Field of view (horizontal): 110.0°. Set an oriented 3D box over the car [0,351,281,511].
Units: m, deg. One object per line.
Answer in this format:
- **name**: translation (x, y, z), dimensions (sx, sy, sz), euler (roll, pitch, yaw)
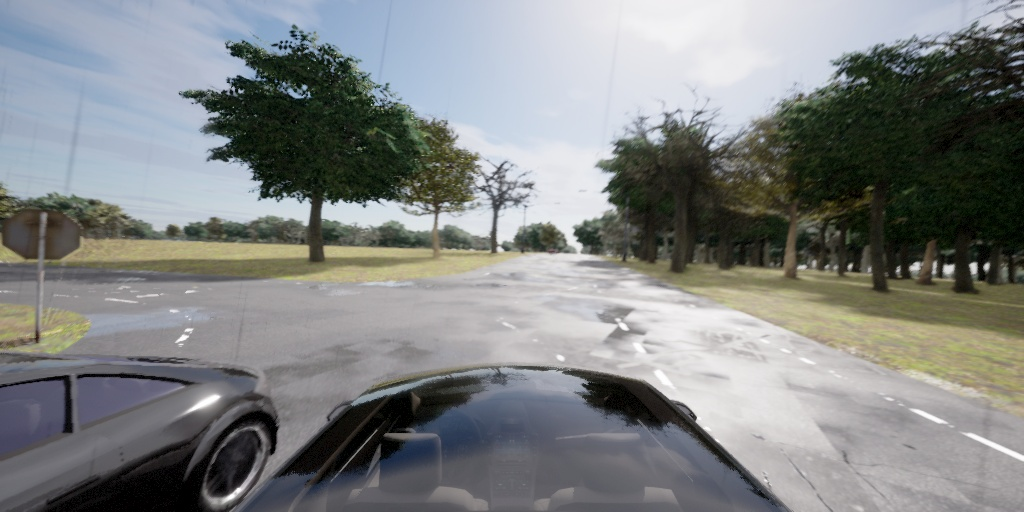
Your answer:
- **car**: translation (-3.194, 1.249, 1.480), dimensions (1.994, 1.385, 4.181), euler (3, 1, 7)
